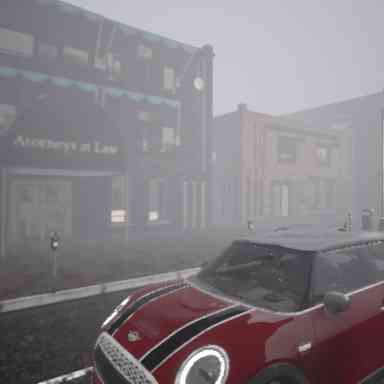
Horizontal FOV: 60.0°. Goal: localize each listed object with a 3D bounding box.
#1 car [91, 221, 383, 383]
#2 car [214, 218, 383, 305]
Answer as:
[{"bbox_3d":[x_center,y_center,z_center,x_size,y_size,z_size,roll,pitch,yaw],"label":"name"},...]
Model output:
[{"bbox_3d":[1.147,1.335,4.179,4.553,1.767,2.097,0,0,-35],"label":"car"},{"bbox_3d":[2.875,1.529,8.591,4.313,1.339,1.947,0,1,-35],"label":"car"}]
